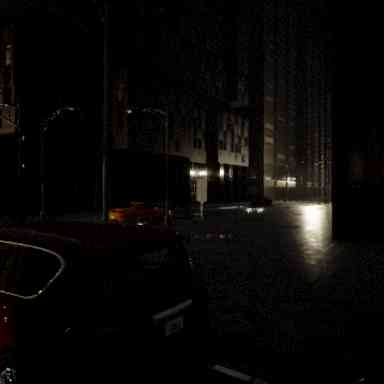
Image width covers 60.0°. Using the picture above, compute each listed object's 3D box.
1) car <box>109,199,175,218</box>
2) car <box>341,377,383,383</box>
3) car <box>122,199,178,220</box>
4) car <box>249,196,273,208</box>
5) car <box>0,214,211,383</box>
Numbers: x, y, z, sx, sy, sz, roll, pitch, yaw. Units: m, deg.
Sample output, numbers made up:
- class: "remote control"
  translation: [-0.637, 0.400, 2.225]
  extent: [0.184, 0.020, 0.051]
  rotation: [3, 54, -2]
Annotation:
- class: "car"
  translation: [-3.613, 1.446, 23.147]
  extent: [1.882, 1.535, 5.008]
  rotation: [0, 0, 35]
- class: "car"
  translation: [2.516, 1.582, 1.168]
  extent: [4.206, 1.307, 1.802]
  rotation: [0, 0, 35]
- class: "car"
  translation: [-3.520, 1.428, 28.649]
  extent: [1.882, 1.535, 5.008]
  rotation: [0, 0, 35]
- class: "car"
  translation: [9.904, 1.377, 47.552]
  extent: [1.882, 1.535, 5.008]
  rotation: [0, 0, 36]
- class: "car"
  translation: [-2.107, 1.316, 4.463]
  extent: [5.009, 1.841, 2.192]
  rotation: [0, 0, 35]
